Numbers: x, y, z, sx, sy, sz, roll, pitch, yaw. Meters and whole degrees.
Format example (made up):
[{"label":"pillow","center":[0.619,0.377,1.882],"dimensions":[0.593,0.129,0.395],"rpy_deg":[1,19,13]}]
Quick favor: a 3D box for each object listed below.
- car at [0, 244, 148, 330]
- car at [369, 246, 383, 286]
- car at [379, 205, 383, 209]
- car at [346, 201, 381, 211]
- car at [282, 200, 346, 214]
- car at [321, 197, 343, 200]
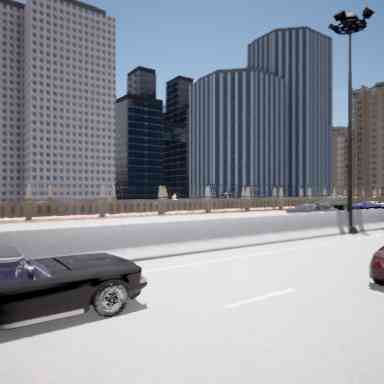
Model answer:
[{"label":"car","center":[-3.197,1.601,5.765],"dimensions":[4.718,1.301,1.895],"rpy_deg":[0,0,-36]},{"label":"car","center":[6.220,1.564,8.186],"dimensions":[4.181,1.385,1.994],"rpy_deg":[0,0,-36]},{"label":"car","center":[11.634,1.492,16.348],"dimensions":[4.902,1.511,2.128],"rpy_deg":[0,0,-36]},{"label":"car","center":[17.822,1.602,33.901],"dimensions":[4.718,1.301,1.895],"rpy_deg":[0,0,-35]},{"label":"car","center":[8.067,1.505,22.646],"dimensions":[4.892,1.490,1.837],"rpy_deg":[0,0,-35]},{"label":"car","center":[14.857,1.353,36.078],"dimensions":[4.553,1.767,2.097],"rpy_deg":[0,0,-35]}]
